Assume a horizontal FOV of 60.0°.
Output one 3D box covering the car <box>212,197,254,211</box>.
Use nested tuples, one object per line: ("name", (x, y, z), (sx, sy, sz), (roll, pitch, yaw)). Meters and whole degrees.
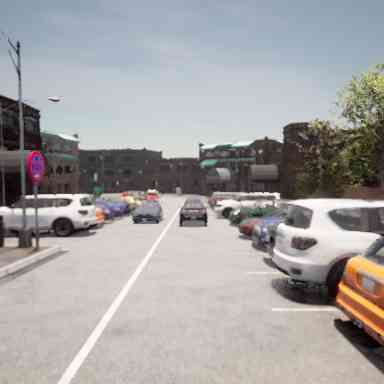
("car", (4.658, 1.344, 38.244), (4.674, 1.452, 2.002), (0, 0, 0))

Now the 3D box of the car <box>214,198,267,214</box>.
("car", (4.661, 1.330, 32.656), (4.892, 1.521, 2.231), (0, 0, 0))

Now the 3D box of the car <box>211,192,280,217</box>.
("car", (4.626, 1.104, 27.067), (5.566, 2.045, 2.435), (0, 0, 0))

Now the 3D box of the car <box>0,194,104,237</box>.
("car", (-7.706, 1.150, 16.945), (5.566, 2.045, 2.435), (0, 0, 0))

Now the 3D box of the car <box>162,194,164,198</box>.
("car", (-7.627, 0.486, 66.281), (1.895, 1.301, 4.718), (-3, 5, -41))

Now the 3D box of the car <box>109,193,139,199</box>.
("car", (-7.707, 1.208, 31.637), (4.553, 1.767, 2.185), (0, 0, 0))

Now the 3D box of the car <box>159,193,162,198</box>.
("car", (-7.644, 0.927, 49.164), (5.566, 2.045, 2.435), (0, 1, 0))

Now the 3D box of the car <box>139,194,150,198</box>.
("car", (-7.860, 1.304, 37.513), (5.366, 1.575, 1.946), (0, 0, 0))

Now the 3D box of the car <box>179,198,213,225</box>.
("car", (0.102, 1.384, 23.136), (2.128, 1.511, 4.902), (0, 0, 0))

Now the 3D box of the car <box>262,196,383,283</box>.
("car", (4.679, 1.194, 7.513), (5.566, 2.045, 2.435), (0, 0, 0))

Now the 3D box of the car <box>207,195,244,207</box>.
("car", (4.650, 1.233, 46.637), (4.892, 1.521, 2.231), (0, 1, 0))

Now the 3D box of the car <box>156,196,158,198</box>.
("car", (-7.679, 1.239, 46.224), (5.008, 1.535, 2.097), (0, 1, 0))

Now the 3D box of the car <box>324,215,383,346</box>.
("car", (4.620, 1.332, 4.719), (4.553, 1.767, 2.185), (0, 0, 0))

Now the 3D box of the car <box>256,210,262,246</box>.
("car", (4.681, 1.462, 10.307), (4.792, 1.488, 2.163), (0, 0, 0))

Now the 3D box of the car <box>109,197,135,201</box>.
("car", (-7.705, 1.377, 28.699), (4.792, 1.488, 2.163), (0, 0, 0))

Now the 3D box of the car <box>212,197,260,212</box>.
("car", (4.649, 1.317, 35.574), (4.892, 1.521, 2.231), (0, 0, 0))

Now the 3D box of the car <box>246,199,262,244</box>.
("car", (4.683, 1.294, 13.100), (4.553, 1.767, 2.185), (0, 0, 0))

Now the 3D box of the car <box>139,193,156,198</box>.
("car", (-7.489, 1.290, 40.452), (5.366, 1.575, 1.946), (0, 0, 0))

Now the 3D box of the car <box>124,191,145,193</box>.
("car", (-7.643, 1.149, 43.393), (4.553, 1.767, 2.185), (0, 0, 0))

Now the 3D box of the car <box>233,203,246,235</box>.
("car", (4.622, 1.436, 15.896), (4.792, 1.488, 2.163), (0, 0, 0))

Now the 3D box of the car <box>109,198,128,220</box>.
("car", (-7.673, 1.401, 25.760), (4.674, 1.452, 2.002), (0, 0, 0))

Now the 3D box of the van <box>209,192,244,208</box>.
("van", (4.540, 1.046, 43.826), (4.442, 1.987, 1.878), (0, 1, 0))

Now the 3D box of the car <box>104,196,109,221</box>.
("car", (-7.646, 1.263, 19.758), (4.553, 1.767, 2.185), (0, 0, 0))

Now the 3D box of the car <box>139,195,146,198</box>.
("car", (-7.681, 1.322, 34.450), (4.892, 1.521, 2.231), (0, 0, 0))

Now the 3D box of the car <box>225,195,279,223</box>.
("car", (4.685, 1.254, 21.606), (4.553, 1.767, 2.185), (0, 0, 0))

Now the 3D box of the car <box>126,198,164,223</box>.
("car", (-3.097, 1.435, 24.354), (2.033, 1.411, 5.357), (0, 0, 0))

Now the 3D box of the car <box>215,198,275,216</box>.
("car", (4.648, 1.342, 29.863), (5.008, 1.535, 2.097), (0, 0, 0))
